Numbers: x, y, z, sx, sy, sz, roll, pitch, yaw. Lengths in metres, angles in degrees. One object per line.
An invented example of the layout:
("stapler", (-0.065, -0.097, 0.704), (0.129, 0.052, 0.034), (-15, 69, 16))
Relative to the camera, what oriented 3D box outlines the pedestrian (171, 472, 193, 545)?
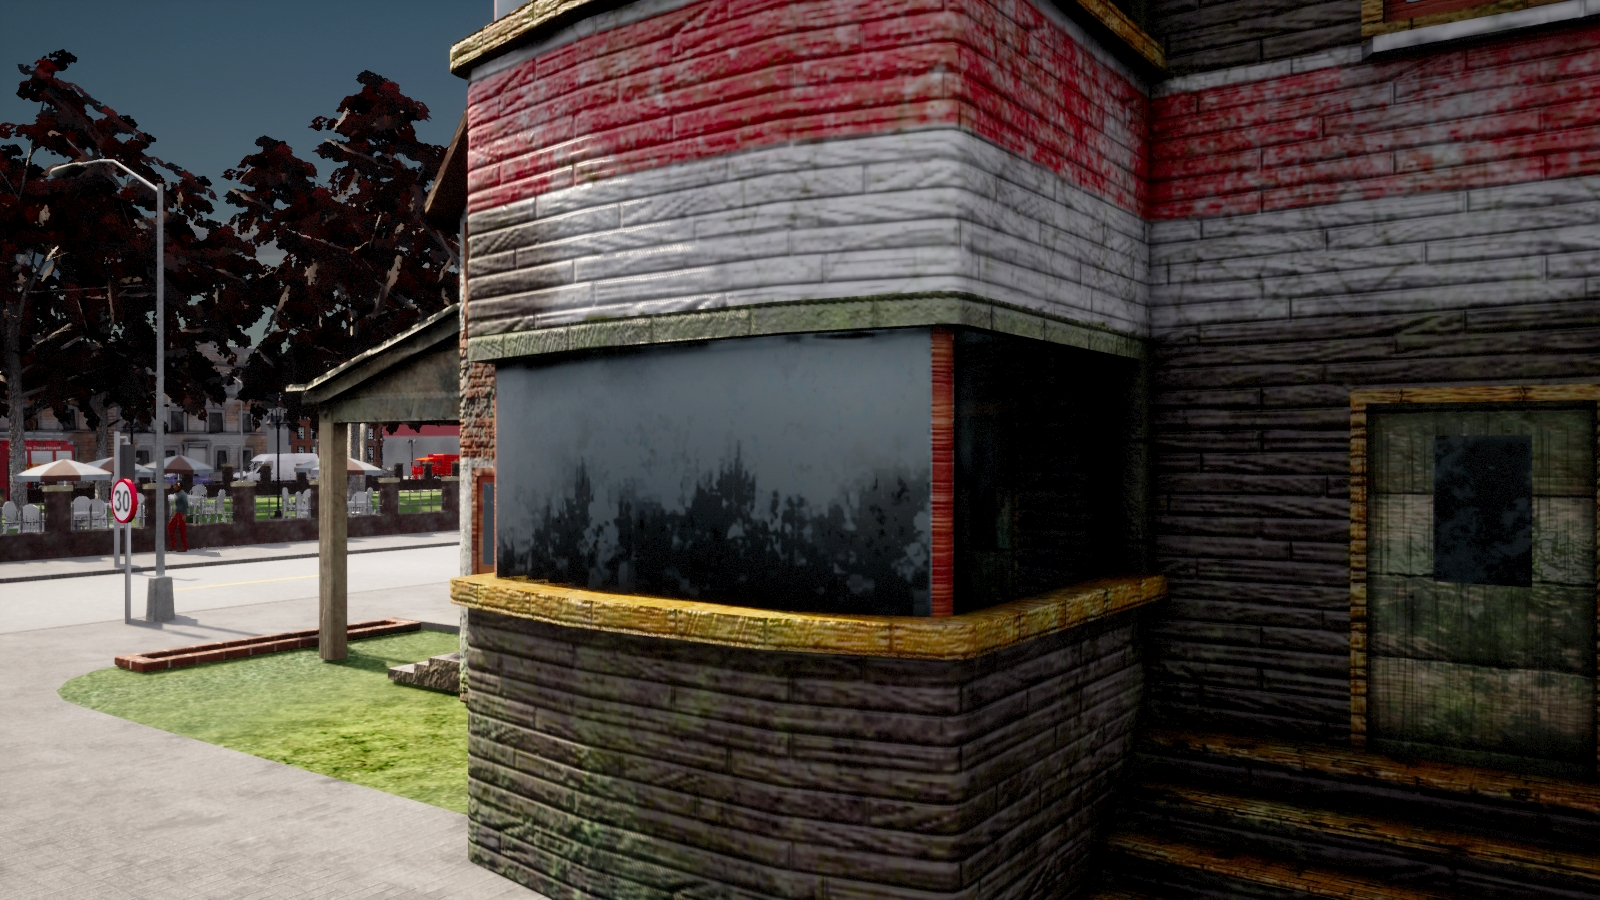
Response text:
("pedestrian", (-16.058, 1.517, 29.705), (0.375, 1.860, 0.375), (0, 0, 36))
